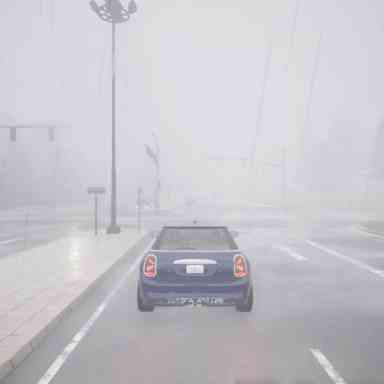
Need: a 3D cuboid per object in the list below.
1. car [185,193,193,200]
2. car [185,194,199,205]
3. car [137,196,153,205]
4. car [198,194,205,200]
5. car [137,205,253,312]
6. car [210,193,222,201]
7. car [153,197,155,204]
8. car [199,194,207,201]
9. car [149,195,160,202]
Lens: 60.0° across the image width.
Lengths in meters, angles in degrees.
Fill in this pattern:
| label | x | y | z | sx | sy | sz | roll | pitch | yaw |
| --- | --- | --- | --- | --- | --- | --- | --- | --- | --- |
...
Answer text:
| label | x | y | z | sx | sy | sz | roll | pitch | yaw |
| --- | --- | --- | --- | --- | --- | --- | --- | --- | --- |
| car | -0.840 | 1.189 | 95.559 | 2.150 | 2.045 | 5.566 | 0 | 0 | -1 |
| car | -0.176 | 1.526 | 54.699 | 1.812 | 1.442 | 4.674 | 0 | 0 | -1 |
| car | -8.299 | 1.505 | 57.040 | 1.837 | 1.490 | 4.892 | 0 | 0 | -1 |
| car | 2.660 | 1.442 | 95.586 | 1.882 | 1.535 | 5.008 | 0 | 0 | -1 |
| car | 0.069 | 1.352 | 7.880 | 2.097 | 1.767 | 4.553 | 0 | 0 | 0 |
| car | 6.333 | 1.215 | 84.992 | 2.150 | 2.045 | 5.566 | 0 | 0 | -1 |
| car | -8.389 | 1.505 | 66.249 | 1.837 | 1.490 | 4.892 | 0 | 0 | 0 |
| car | 2.828 | 1.513 | 85.262 | 1.812 | 1.442 | 4.674 | 0 | 0 | -1 |
| car | -8.535 | 1.540 | 76.687 | 2.033 | 1.411 | 5.357 | 0 | 0 | -1 |
